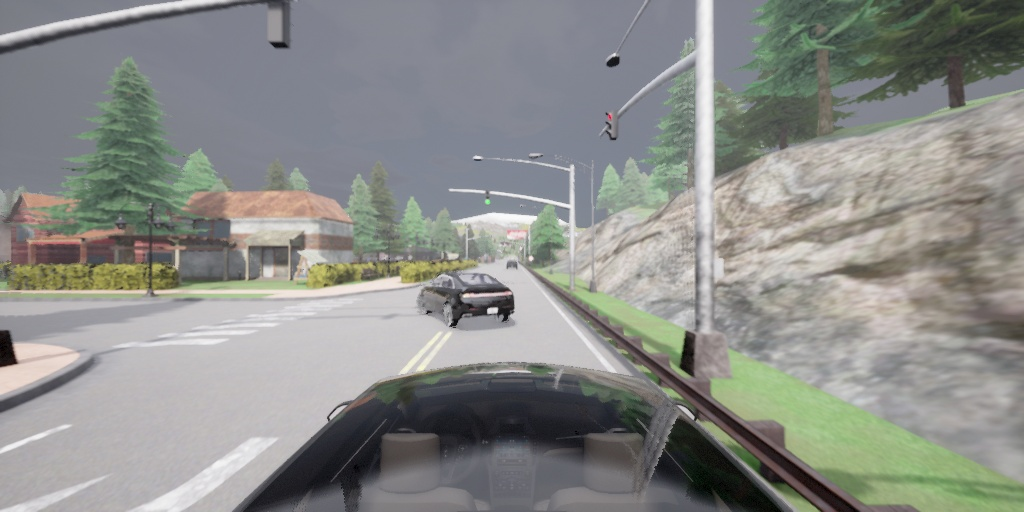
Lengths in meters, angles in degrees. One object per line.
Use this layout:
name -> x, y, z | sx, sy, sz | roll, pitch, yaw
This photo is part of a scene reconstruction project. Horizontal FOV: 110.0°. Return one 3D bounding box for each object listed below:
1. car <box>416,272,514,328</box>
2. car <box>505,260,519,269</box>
car -> -1.687, 1.282, 11.744 | 2.128, 1.511, 4.902 | 0, -1, -29
car -> -0.003, 1.381, 57.808 | 1.837, 1.490, 4.892 | 0, 0, 0
